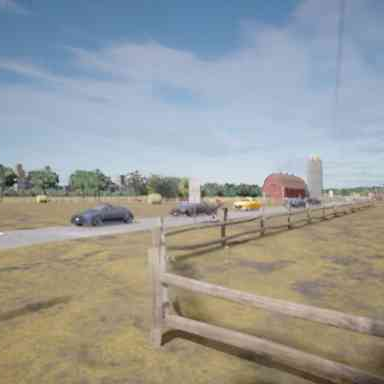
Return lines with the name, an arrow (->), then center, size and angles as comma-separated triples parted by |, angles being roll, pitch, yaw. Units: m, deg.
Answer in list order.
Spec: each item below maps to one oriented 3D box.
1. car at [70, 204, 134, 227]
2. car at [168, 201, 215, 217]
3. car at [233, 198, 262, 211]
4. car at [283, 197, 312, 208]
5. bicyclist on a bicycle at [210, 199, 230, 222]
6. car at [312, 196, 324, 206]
car -> -5.880, 1.496, 22.085 | 1.994, 1.385, 4.181 | -1, -1, 36
car -> 0.139, 1.494, 30.547 | 2.033, 1.411, 5.357 | -1, -1, 35
car -> 6.651, 1.440, 39.669 | 1.882, 1.535, 5.008 | -1, -1, 36
car -> 13.956, 1.468, 44.944 | 2.033, 1.411, 5.357 | -1, -1, 36
bicyclist on a bicycle -> 1.897, 1.308, 22.701 | 1.656, 1.620, 0.582 | 0, 0, 35
car -> 19.667, 1.474, 53.054 | 1.837, 1.490, 4.892 | -1, -1, 35
